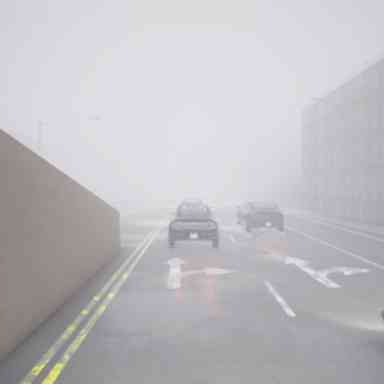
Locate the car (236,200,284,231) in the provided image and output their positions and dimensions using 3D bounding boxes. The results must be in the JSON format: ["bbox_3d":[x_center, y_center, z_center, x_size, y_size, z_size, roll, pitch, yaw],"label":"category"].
[{"bbox_3d":[3.539,1.184,17.855,1.837,1.490,4.892,0,2,0],"label":"car"}]

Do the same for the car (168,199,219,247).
[{"bbox_3d":[0.054,1.245,13.622,2.128,1.511,4.902,0,1,0],"label":"car"}]

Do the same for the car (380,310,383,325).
[{"bbox_3d":[3.593,1.505,2.217,2.033,1.411,5.357,0,1,0],"label":"car"}]
